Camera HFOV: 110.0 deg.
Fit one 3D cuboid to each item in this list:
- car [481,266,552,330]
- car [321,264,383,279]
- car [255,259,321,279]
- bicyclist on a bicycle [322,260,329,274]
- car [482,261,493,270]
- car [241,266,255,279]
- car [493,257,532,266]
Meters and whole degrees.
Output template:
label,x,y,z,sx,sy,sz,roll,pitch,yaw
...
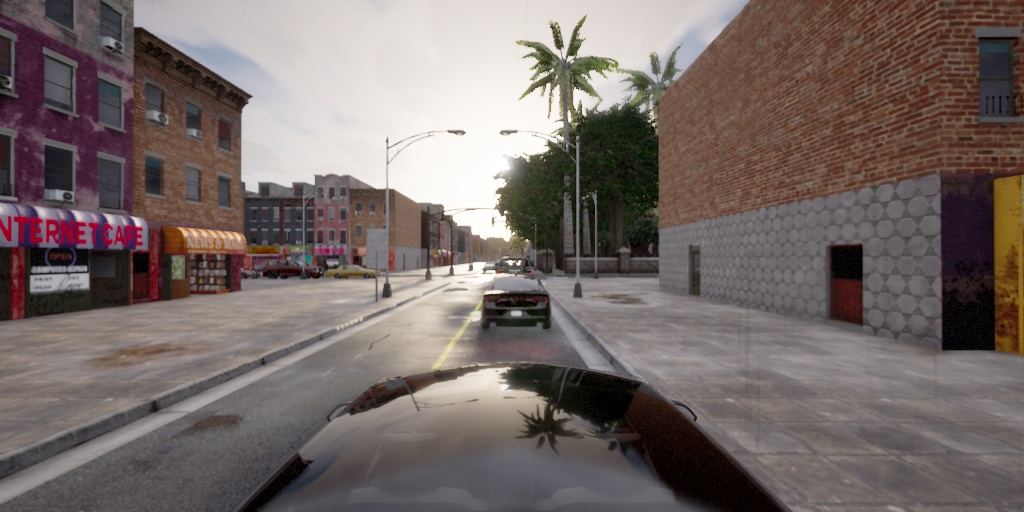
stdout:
label,x,y,z,sx,sy,sz,roll,pitch,yaw
car,0.111,1.263,11.317,1.882,1.535,5.008,0,0,0
car,-14.399,1.429,32.867,4.829,1.417,1.751,0,0,0
car,-20.020,1.232,32.868,5.009,1.841,2.192,0,0,0
bicyclist on a bicycle,-20.095,1.248,38.517,0.582,1.620,1.656,0,0,0
car,-2.797,1.470,47.721,1.812,1.442,4.674,0,0,0
car,-25.472,1.514,32.869,4.207,1.307,1.802,0,0,0
car,0.093,1.056,22.683,2.150,2.045,5.566,0,0,-1
